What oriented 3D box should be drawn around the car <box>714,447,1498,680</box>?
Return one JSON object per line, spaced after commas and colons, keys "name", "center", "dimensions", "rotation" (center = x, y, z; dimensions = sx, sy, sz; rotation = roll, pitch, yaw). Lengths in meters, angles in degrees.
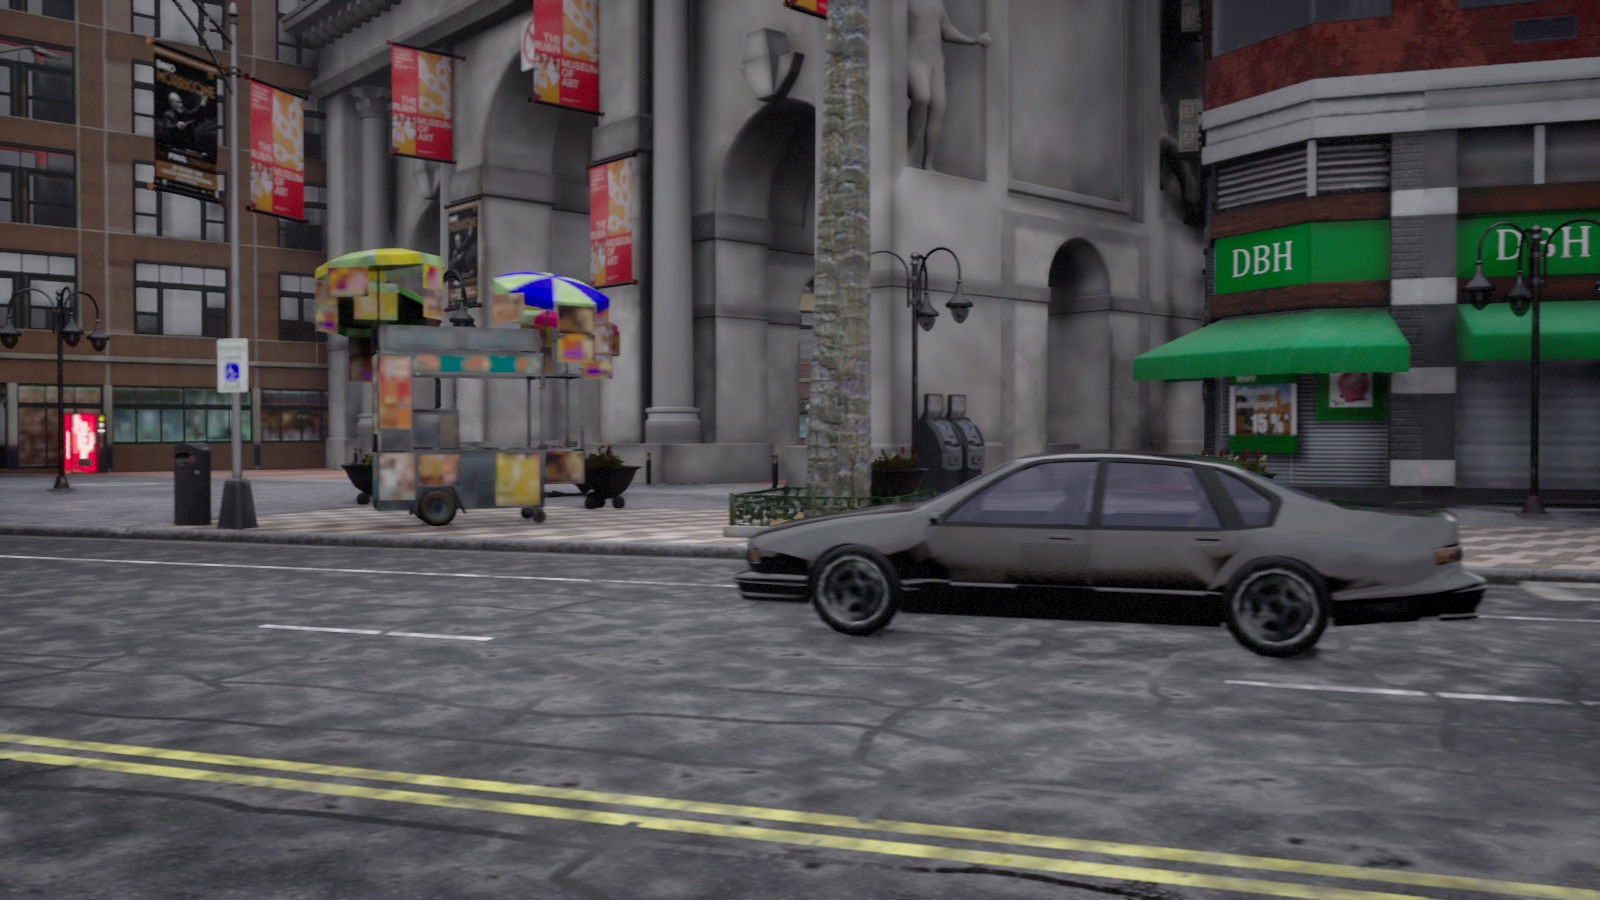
{"name": "car", "center": [2.204, 0.719, 9.798], "dimensions": [5.357, 1.411, 2.033], "rotation": [1, 1, 18]}
